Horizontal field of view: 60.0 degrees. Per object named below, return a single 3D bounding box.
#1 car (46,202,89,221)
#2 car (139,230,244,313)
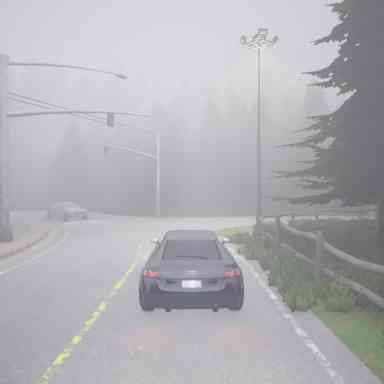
[{"bbox_3d":[-10.237,1.526,27.102,4.674,1.442,1.812,0,0,43],"label":"car"},{"bbox_3d":[-0.029,1.564,7.775,1.994,1.385,4.181,0,0,-1],"label":"car"}]
